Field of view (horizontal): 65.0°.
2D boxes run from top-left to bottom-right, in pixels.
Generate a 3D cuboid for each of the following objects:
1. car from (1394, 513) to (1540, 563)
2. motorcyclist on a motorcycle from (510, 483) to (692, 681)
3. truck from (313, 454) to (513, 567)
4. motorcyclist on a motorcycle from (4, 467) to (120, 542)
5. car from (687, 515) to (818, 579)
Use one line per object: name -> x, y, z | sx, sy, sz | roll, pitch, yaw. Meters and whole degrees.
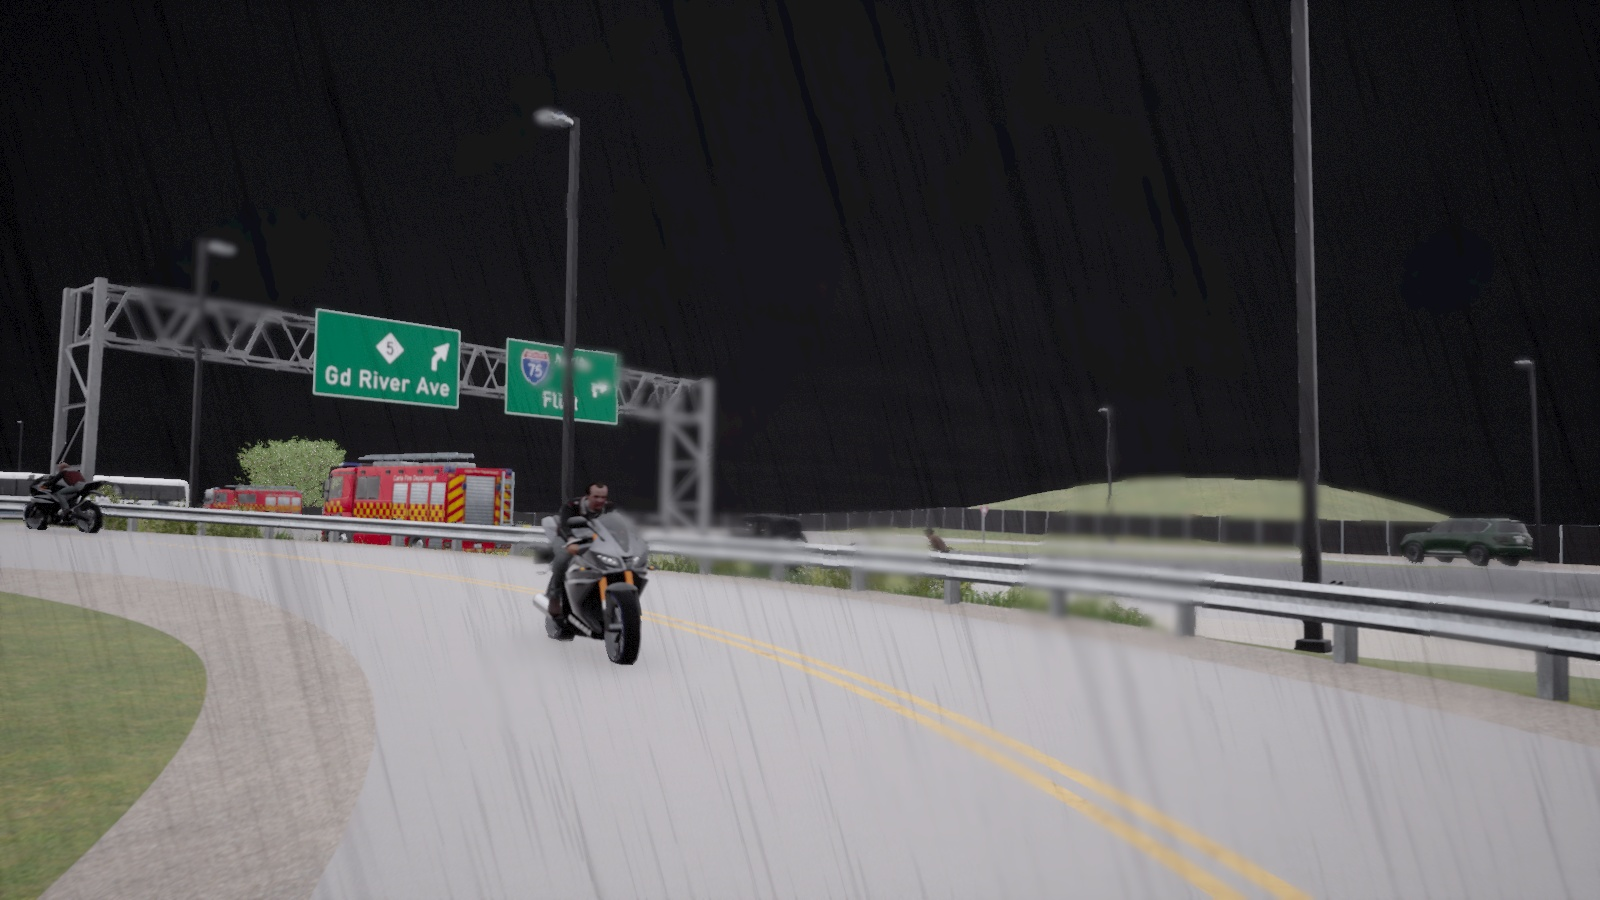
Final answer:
car -> 29.246, 3.839, 55.324 | 2.150, 2.045, 5.566 | 2, -3, -22
motorcyclist on a motorcycle -> -1.801, 1.071, 11.047 | 0.866, 1.530, 2.191 | 1, -1, -29
truck -> -14.447, 2.243, 46.520 | 8.468, 3.827, 2.891 | -2, -4, 41
motorcyclist on a motorcycle -> -16.007, 1.183, 27.246 | 2.191, 1.530, 0.866 | 1, -3, 20
car -> -1.526, 3.050, 39.964 | 3.866, 1.878, 1.905 | -2, -4, 41
